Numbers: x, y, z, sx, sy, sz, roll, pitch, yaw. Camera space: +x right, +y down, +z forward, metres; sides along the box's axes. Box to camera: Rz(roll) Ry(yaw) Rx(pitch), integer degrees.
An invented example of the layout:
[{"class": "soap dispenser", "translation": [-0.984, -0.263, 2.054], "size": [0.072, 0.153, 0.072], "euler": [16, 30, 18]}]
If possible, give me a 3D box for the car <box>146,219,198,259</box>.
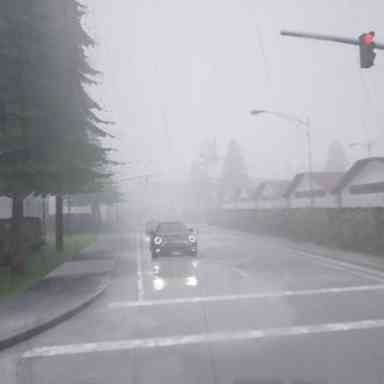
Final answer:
[{"class": "car", "translation": [-1.066, 2.281, 17.084], "size": [2.097, 1.767, 4.553], "euler": [-1, -3, -9]}]
